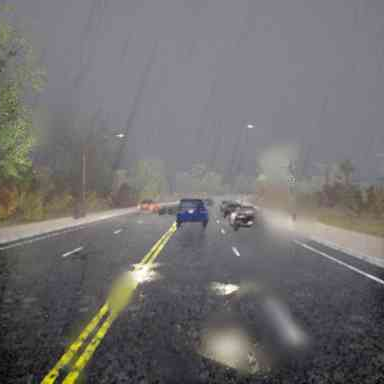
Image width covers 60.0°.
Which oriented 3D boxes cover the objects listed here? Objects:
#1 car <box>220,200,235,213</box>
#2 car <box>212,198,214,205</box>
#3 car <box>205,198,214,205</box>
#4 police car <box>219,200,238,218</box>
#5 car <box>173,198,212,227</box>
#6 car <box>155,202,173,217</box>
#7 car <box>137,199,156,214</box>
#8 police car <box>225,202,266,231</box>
[{"bbox_3d":[4.638,1.880,44.196,1.837,1.490,4.892,0,0,4],"label":"car"},{"bbox_3d":[2.758,2.005,61.811,1.837,1.490,4.892,0,0,6],"label":"car"},{"bbox_3d":[4.024,2.082,75.339,1.837,1.490,4.892,0,0,6],"label":"car"},{"bbox_3d":[4.042,1.722,33.396,1.930,1.638,5.238,0,0,3],"label":"police car"},{"bbox_3d":[0.142,1.456,25.198,2.150,2.045,5.566,0,0,4],"label":"car"},{"bbox_3d":[-2.436,1.921,35.636,1.895,1.301,4.718,0,0,3],"label":"car"},{"bbox_3d":[-5.394,1.716,40.998,2.097,1.767,4.553,0,0,3],"label":"car"},{"bbox_3d":[3.605,1.712,22.370,2.038,1.542,4.974,0,-1,2],"label":"police car"}]
